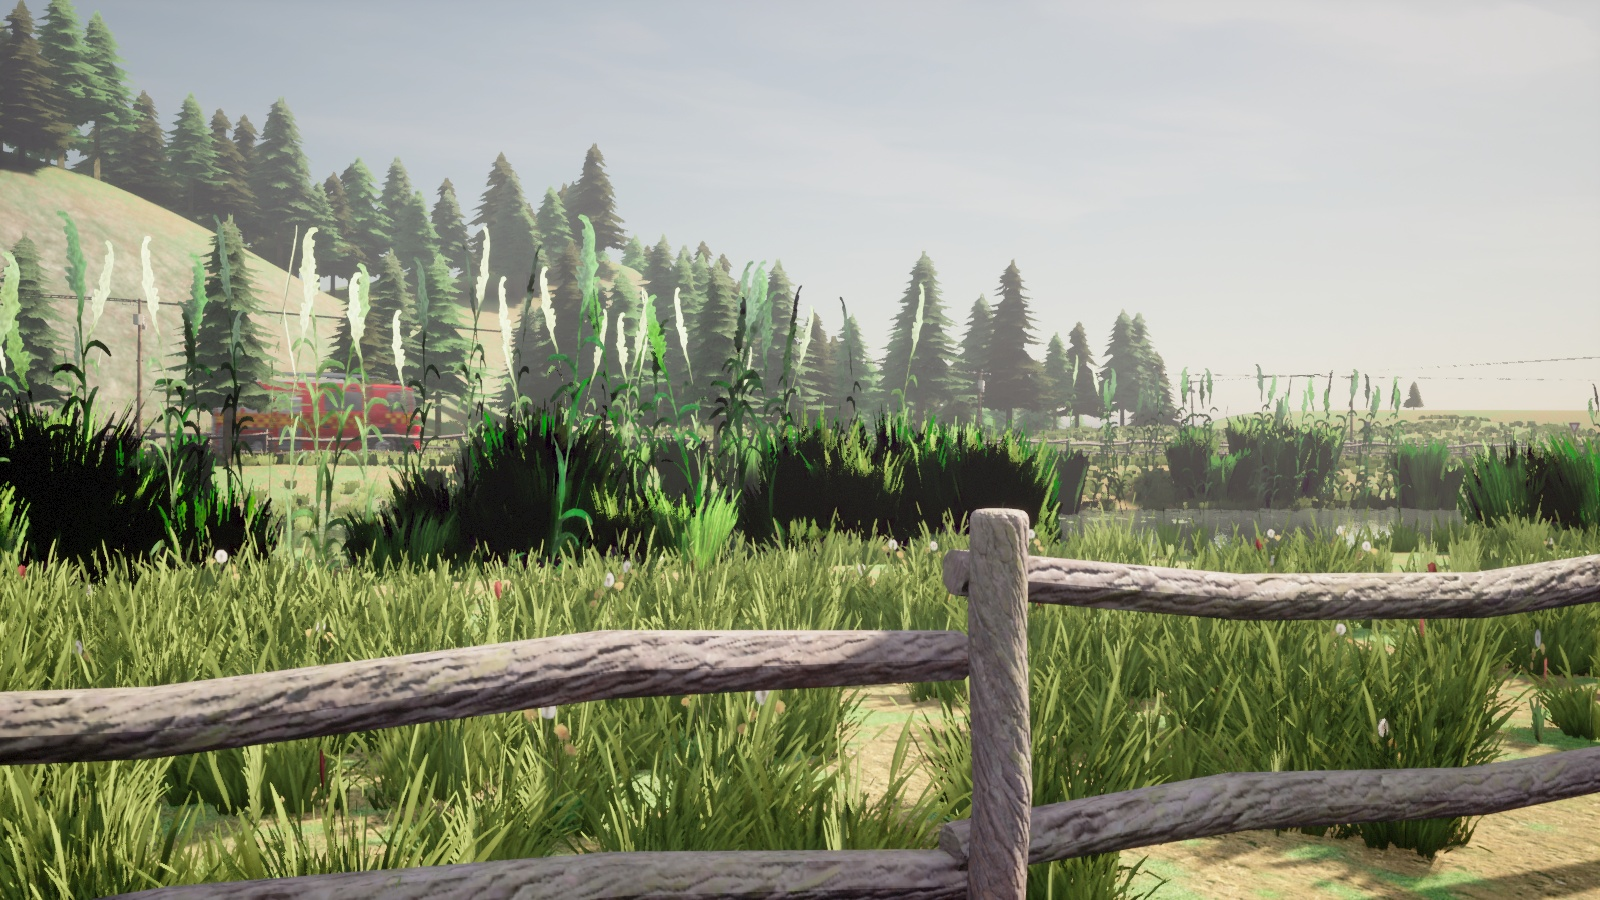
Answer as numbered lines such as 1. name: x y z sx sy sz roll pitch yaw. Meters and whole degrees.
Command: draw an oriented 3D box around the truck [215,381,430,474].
1. truck: -20.843 -1.001 54.985 8.468 3.827 2.891 -1 1 -28
